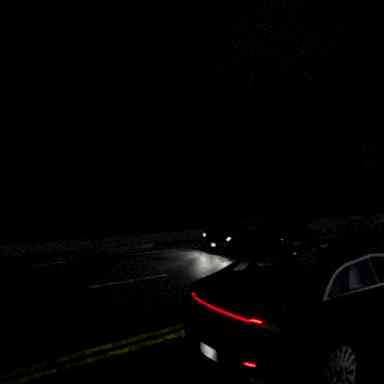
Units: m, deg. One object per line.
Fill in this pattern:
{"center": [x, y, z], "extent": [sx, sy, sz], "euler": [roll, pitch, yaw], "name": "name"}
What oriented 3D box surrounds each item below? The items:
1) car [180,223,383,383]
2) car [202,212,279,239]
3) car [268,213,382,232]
{"center": [2.149, 1.495, 4.970], "extent": [4.902, 1.511, 2.128], "euler": [0, 0, -35], "name": "car"}
{"center": [2.952, 1.554, 13.766], "extent": [5.357, 1.411, 2.033], "euler": [0, 0, -35], "name": "car"}
{"center": [4.926, 1.533, 11.181], "extent": [4.674, 1.442, 1.812], "euler": [0, 0, -35], "name": "car"}
